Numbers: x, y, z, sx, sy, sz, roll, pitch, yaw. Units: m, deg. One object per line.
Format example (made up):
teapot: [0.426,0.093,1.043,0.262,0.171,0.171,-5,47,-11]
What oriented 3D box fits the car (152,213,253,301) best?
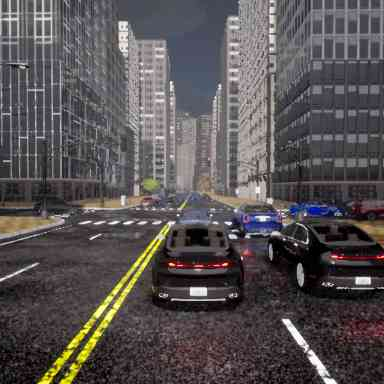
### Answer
car: [0.120,1.501,8.261,1.837,1.490,4.892,0,0,0]

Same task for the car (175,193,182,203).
car: [-3.181,1.460,57.631,1.837,1.490,4.892,0,0,0]

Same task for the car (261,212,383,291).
car: [3.374,1.500,8.968,1.837,1.490,4.892,0,0,0]

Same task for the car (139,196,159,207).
car: [-6.458,1.491,49.065,1.812,1.442,4.674,0,0,2]

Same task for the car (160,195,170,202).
car: [-6.295,1.453,77.944,1.812,1.442,4.674,0,0,0]

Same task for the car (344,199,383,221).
car: [16.276,1.519,28.529,5.009,1.841,2.192,1,0,1]

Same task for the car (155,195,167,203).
car: [-6.340,1.420,67.673,1.882,1.535,5.008,0,0,0]

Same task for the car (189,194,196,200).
car: [0.238,1.220,89.779,1.882,1.535,5.008,0,0,0]

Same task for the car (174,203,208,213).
car: [0.147,1.538,17.816,2.033,1.411,5.357,0,0,0]

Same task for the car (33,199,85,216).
car: [-12.579,1.431,31.648,4.674,1.442,1.812,0,1,1]

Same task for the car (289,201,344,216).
car: [11.693,1.599,31.201,5.008,1.535,1.882,1,1,1]

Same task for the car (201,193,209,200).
car: [3.488,1.097,89.739,2.097,1.767,4.553,0,0,0]

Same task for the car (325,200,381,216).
car: [16.518,1.617,34.309,4.892,1.490,1.837,1,1,1]

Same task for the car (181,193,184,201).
car: [-3.096,1.468,67.452,1.812,1.442,4.674,0,0,1]

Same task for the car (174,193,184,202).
car: [-3.044,1.154,77.904,2.150,2.045,5.566,0,0,0]

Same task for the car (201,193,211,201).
car: [3.461,1.396,79.350,1.882,1.535,5.008,0,0,0]

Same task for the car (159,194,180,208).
car: [-3.213,1.470,48.292,1.837,1.490,4.892,0,0,0]

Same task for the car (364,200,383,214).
car: [21.907,1.643,36.800,4.829,1.417,1.752,1,0,1]

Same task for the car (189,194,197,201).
car: [0.210,1.396,79.361,1.882,1.535,5.008,0,0,0]

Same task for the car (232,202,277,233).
car: [3.396,1.342,18.051,2.097,1.767,4.553,0,0,0]
